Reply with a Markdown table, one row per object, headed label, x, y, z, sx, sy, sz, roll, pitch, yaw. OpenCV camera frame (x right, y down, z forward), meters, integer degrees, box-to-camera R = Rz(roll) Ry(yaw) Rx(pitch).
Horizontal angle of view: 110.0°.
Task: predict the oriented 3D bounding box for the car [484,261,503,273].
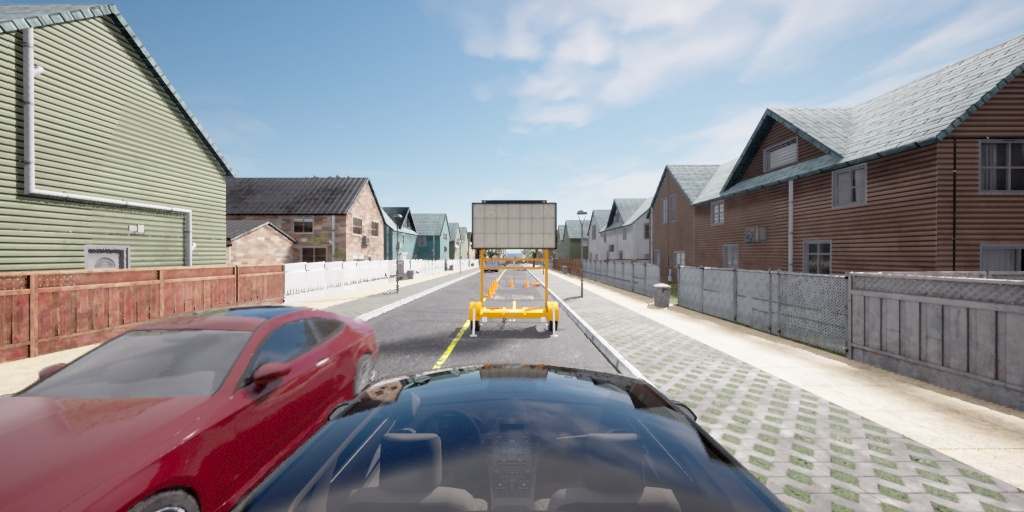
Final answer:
| label | x | y | z | sx | sy | sz | roll | pitch | yaw |
| --- | --- | --- | --- | --- | --- | --- | --- | --- | --- |
| car | -2.580 | 1.393 | 44.421 | 2.033 | 1.411 | 5.357 | 0 | 0 | 0 |

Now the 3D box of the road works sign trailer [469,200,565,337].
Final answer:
| label | x | y | z | sx | sy | sz | roll | pitch | yaw |
| --- | --- | --- | --- | --- | --- | --- | --- | --- | --- |
| road works sign trailer | 0.063 | 0.214 | 10.276 | 2.380 | 3.560 | 2.880 | 0 | 0 | 1 |

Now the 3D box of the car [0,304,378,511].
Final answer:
| label | x | y | z | sx | sy | sz | roll | pitch | yaw |
| --- | --- | --- | --- | --- | --- | --- | --- | --- | --- |
| car | -2.837 | 1.275 | 3.462 | 1.812 | 1.442 | 4.674 | 0 | 0 | 0 |
